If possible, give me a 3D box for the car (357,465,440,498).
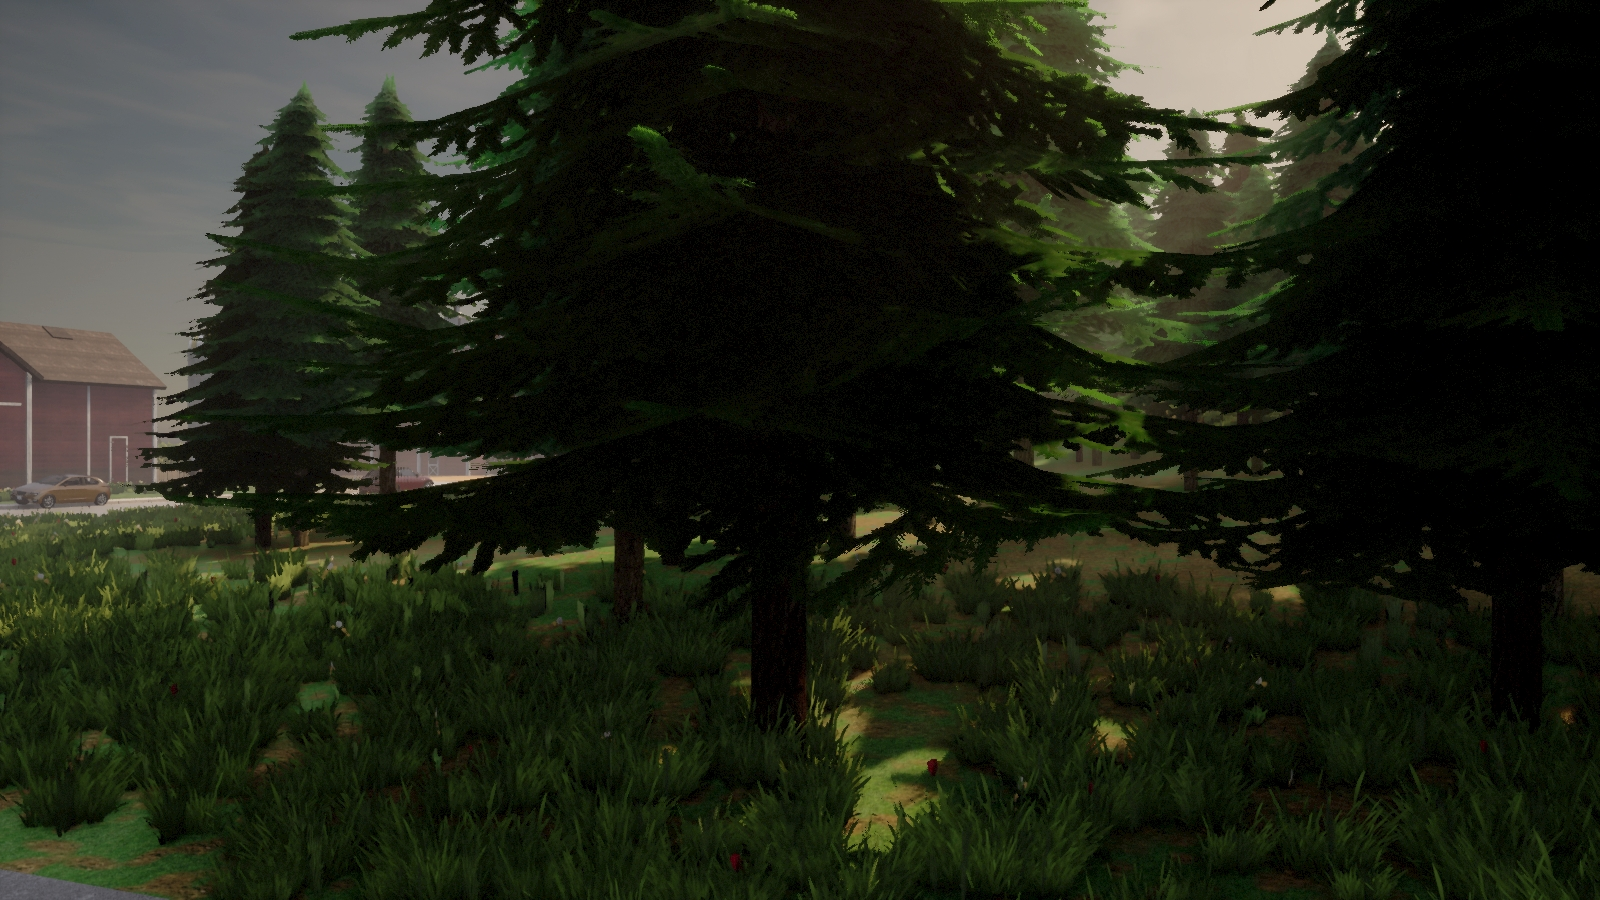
[{"bbox_3d":[-23.136,1.767,65.947,2.097,1.767,4.553,0,0,20],"label":"car"}]
